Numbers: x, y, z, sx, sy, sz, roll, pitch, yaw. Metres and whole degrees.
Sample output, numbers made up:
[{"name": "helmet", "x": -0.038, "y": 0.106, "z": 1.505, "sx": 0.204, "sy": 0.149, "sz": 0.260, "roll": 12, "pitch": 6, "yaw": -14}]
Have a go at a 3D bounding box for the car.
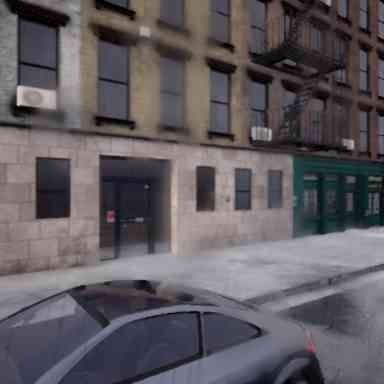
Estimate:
[{"name": "car", "x": -0.792, "y": 1.561, "z": 2.798, "sx": 4.181, "sy": 1.385, "sz": 1.994, "roll": 0, "pitch": 0, "yaw": -35}]
